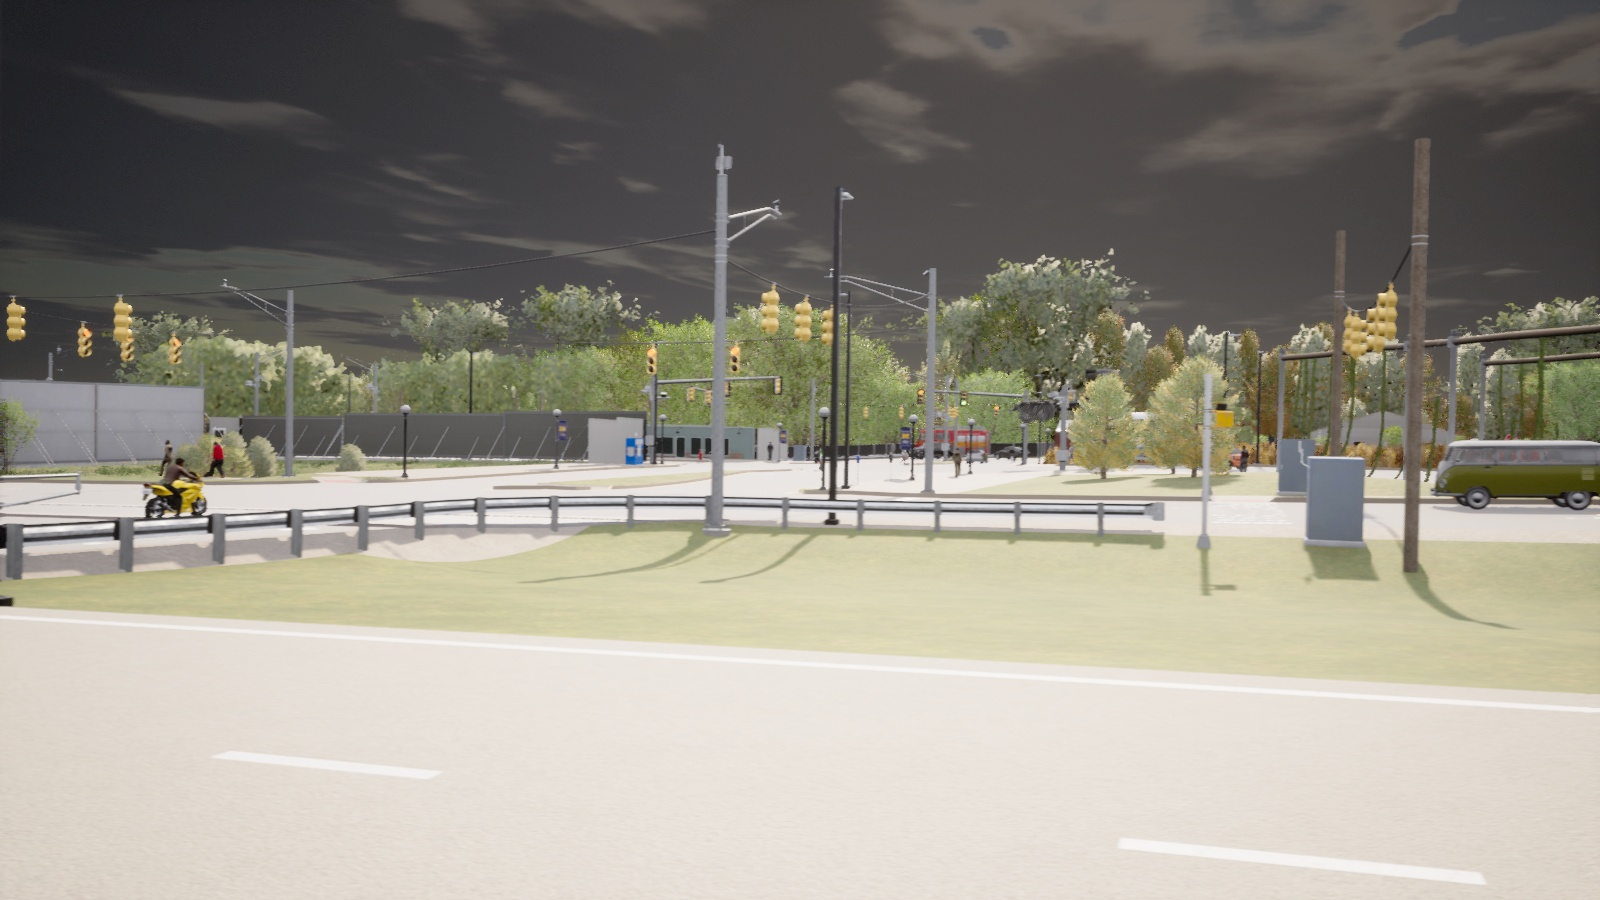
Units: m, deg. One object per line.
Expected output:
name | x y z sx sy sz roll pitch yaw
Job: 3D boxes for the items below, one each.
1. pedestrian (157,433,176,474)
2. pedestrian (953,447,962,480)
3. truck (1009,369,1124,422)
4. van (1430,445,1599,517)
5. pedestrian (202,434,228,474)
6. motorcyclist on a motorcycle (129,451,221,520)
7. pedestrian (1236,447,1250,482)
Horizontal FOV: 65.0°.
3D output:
pedestrian | -30.304 0.156 60.059 0.692 1.930 0.396 2 1 20
pedestrian | 9.543 0.812 76.114 0.396 1.930 0.692 2 1 19
truck | 19.543 -3.970 92.071 7.936 3.462 2.891 -2 3 17
van | 20.971 0.868 36.601 4.442 1.987 1.775 0 1 18
pedestrian | -27.384 0.181 58.791 0.899 1.844 0.634 2 1 19
motorcyclist on a motorcycle | -15.055 0.830 30.302 0.797 1.523 2.044 1 3 16
pedestrian | 25.213 0.827 71.472 0.402 1.930 0.666 1 1 -7
